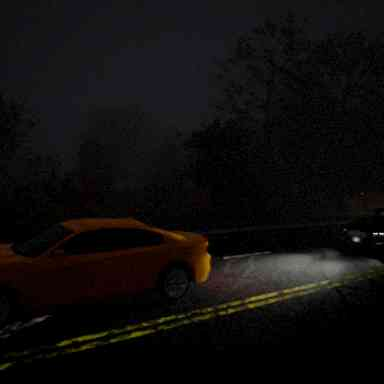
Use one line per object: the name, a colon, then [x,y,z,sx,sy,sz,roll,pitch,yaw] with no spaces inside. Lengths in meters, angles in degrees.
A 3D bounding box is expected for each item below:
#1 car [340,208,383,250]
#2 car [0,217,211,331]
car: [7.694,1.393,12.798,4.902,1.511,2.128,1,2,-34]
car: [-1.982,1.254,6.301,5.008,1.535,1.882,1,2,-33]
